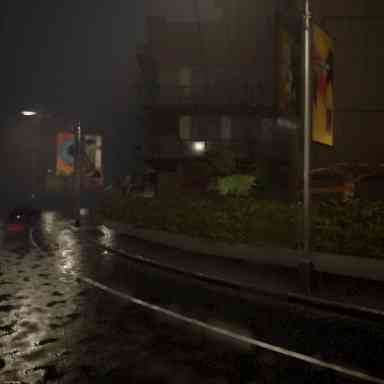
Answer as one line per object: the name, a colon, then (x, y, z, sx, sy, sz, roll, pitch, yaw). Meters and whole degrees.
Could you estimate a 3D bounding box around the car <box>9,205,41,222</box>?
car: (-15.839, 2.002, 31.757, 1.837, 1.490, 4.892, -1, -1, -12)
